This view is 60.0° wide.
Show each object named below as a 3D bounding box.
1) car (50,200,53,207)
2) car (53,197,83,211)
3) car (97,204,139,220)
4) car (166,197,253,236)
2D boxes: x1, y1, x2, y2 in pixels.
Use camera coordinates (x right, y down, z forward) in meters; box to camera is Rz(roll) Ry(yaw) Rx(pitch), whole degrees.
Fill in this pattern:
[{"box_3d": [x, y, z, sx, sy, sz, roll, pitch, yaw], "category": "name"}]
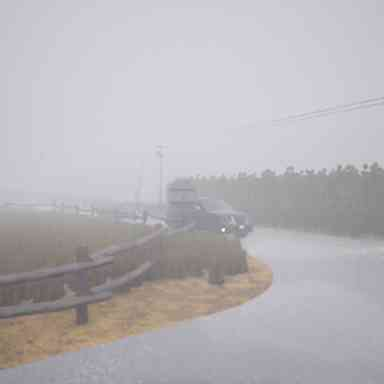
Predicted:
[{"box_3d": [-20.595, 1.573, 52.538, 4.902, 1.511, 2.128, 0, -1, 42], "category": "car"}, {"box_3d": [-14.375, 1.417, 38.950, 2.097, 1.767, 4.553, 0, 0, -35], "category": "car"}, {"box_3d": [-6.136, 1.665, 27.314, 1.895, 1.301, 4.718, 0, 0, -35], "category": "car"}, {"box_3d": [0.707, 1.286, 17.690, 2.150, 2.045, 5.566, 0, 0, -36], "category": "car"}]
